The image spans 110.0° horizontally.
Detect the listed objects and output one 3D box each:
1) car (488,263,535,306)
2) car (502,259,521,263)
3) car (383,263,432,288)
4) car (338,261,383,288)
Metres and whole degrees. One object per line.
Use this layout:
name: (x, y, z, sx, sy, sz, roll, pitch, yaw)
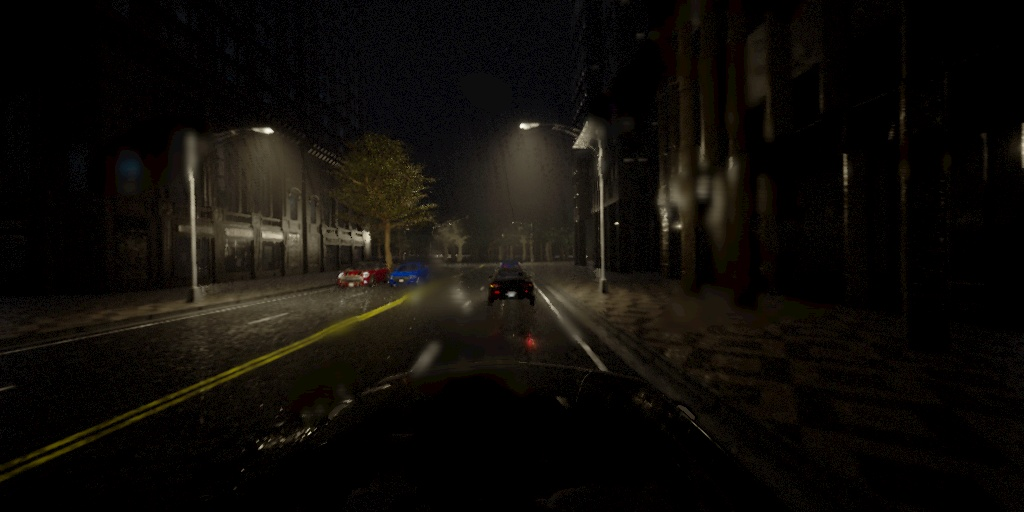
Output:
car: (-0.037, 1.203, 15.353, 1.812, 1.442, 4.674, -1, 0, 0)
car: (-0.159, 1.049, 35.244, 1.882, 1.535, 5.008, -1, 0, 0)
car: (-6.781, 1.241, 24.427, 1.882, 1.535, 5.008, -1, 0, 0)
car: (-10.032, 1.178, 24.565, 2.097, 1.767, 4.553, -1, 0, 0)
